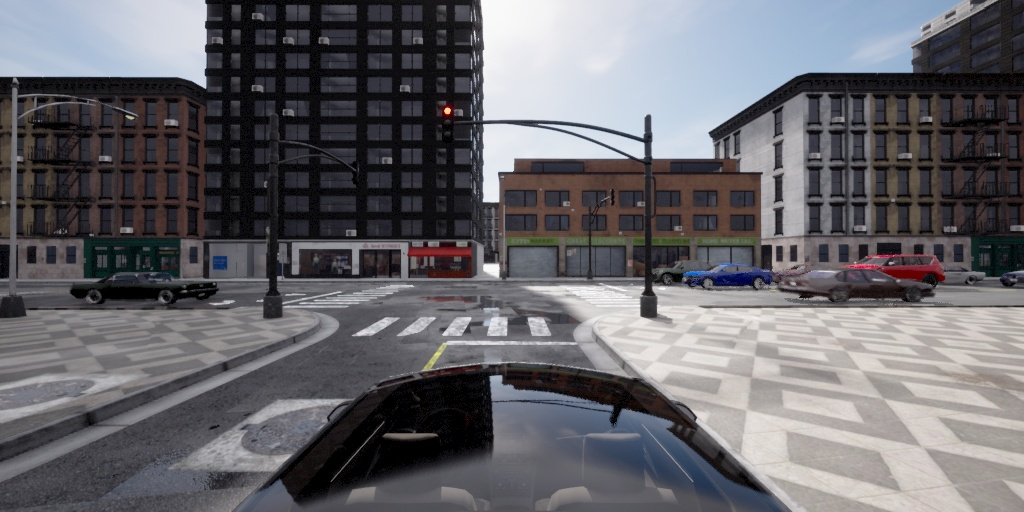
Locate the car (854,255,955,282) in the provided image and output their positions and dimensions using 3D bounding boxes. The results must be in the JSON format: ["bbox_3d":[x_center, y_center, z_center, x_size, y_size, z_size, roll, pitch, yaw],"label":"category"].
[{"bbox_3d":[23.022,0.936,22.076,5.566,2.045,2.150,0,0,0],"label":"car"}]

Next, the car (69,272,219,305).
[{"bbox_3d":[-15.389,1.338,15.235,4.718,1.301,1.895,0,0,0],"label":"car"}]

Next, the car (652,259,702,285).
[{"bbox_3d":[11.957,1.116,25.289,4.553,1.767,2.097,0,0,0],"label":"car"}]

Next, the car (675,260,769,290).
[{"bbox_3d":[13.096,1.213,22.031,5.008,1.535,1.882,0,0,-2],"label":"car"}]

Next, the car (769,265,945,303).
[{"bbox_3d":[14.537,1.225,15.346,5.357,1.411,2.033,0,0,0],"label":"car"}]

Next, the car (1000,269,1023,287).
[{"bbox_3d":[33.245,1.219,22.102,4.674,1.442,1.812,0,0,0],"label":"car"}]

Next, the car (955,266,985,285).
[{"bbox_3d":[29.988,1.327,25.340,4.718,1.301,1.895,0,0,0],"label":"car"}]
